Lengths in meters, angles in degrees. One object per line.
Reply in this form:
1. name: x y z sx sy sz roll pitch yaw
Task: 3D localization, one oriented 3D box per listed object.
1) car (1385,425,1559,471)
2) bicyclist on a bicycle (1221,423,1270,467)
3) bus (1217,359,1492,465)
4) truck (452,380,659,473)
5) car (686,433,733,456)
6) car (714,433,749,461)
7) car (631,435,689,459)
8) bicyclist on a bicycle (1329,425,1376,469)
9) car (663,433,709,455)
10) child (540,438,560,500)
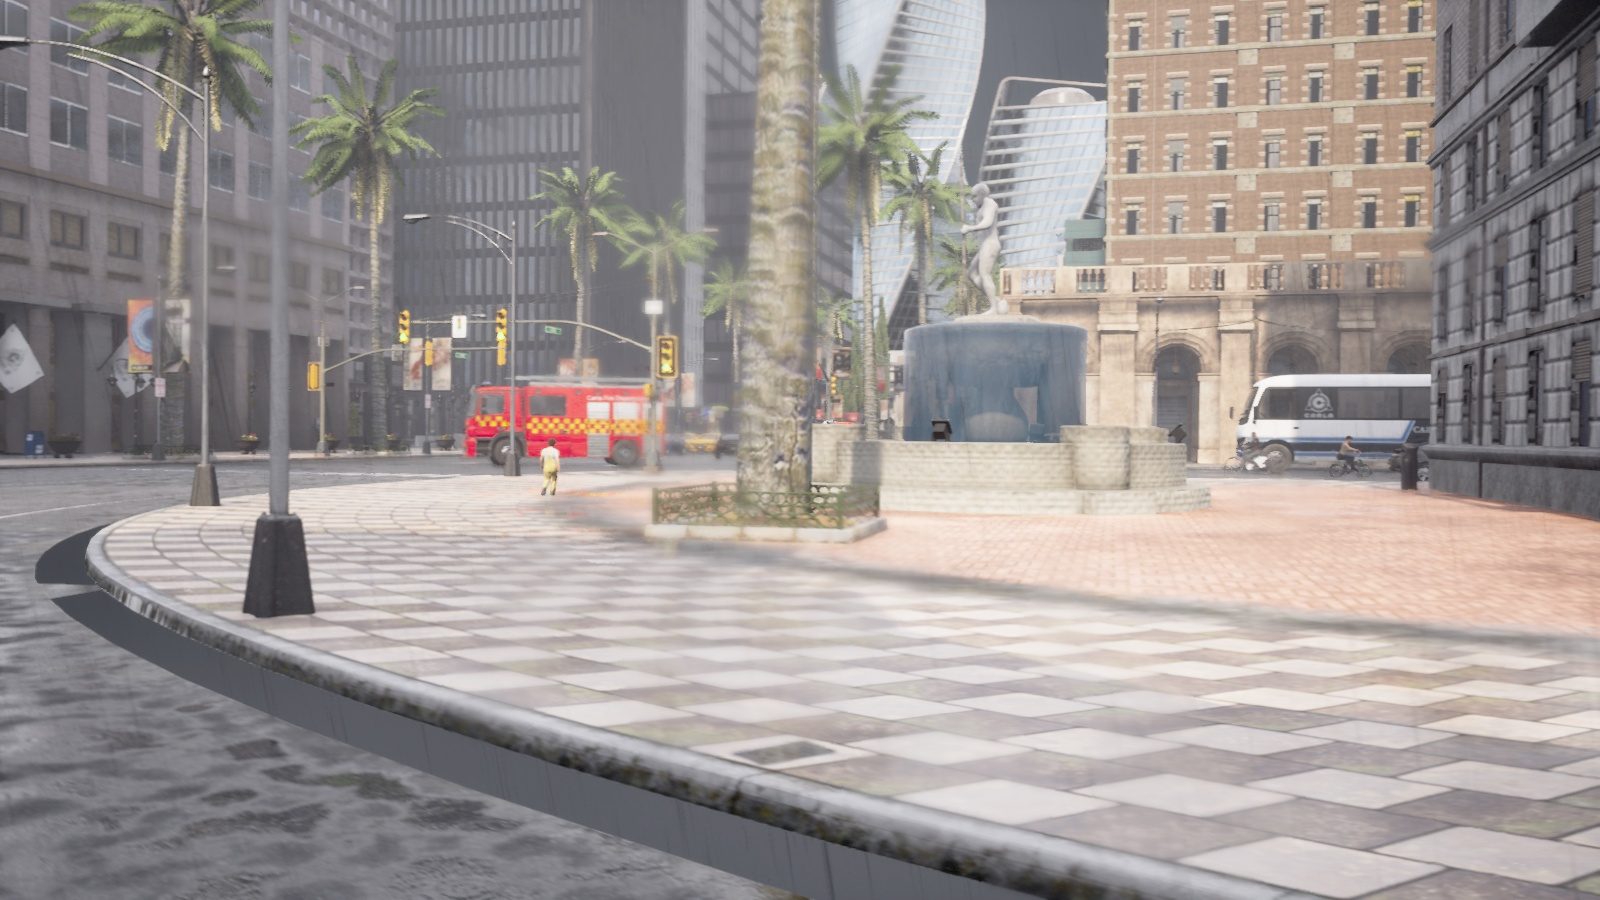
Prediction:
1. car: 22.962 -0.056 43.095 4.902 1.511 2.128 0 1 14
2. bicyclist on a bicycle: 18.280 -0.210 51.530 1.843 1.776 0.659 0 1 14
3. bus: 23.408 -1.530 53.801 10.273 4.253 3.944 0 1 14
4. truck: -10.584 -1.038 54.376 8.468 3.827 2.891 -1 1 -19
5. car: -6.536 -0.398 91.065 1.882 1.535 5.008 0 1 15
6. car: -3.893 -0.179 72.150 1.882 1.535 5.008 -1 1 -2
7. car: -9.017 -0.233 81.559 2.163 1.488 4.792 0 1 15
8. bicyclist on a bicycle: 20.798 -0.111 47.273 1.509 1.612 0.866 0 1 15
9. car: -8.735 -0.487 96.497 1.801 1.575 5.366 0 1 15
10. child: -5.166 0.381 25.938 0.270 1.263 0.437 0 1 6
